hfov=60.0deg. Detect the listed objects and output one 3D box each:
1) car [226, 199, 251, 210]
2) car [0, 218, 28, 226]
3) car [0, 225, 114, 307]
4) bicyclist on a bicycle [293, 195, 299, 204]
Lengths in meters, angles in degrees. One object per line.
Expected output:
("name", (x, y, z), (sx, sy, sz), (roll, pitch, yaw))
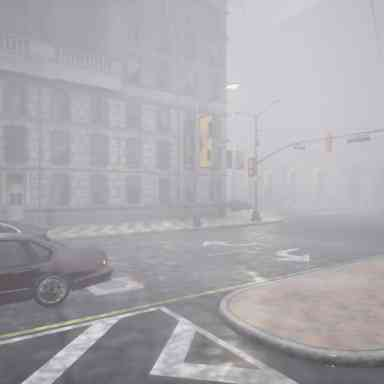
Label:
("car", (5.710, 1.564, 43.137), (1.994, 1.385, 4.181), (0, 0, -35))
("car", (-6.505, 1.492, 9.243), (4.902, 1.511, 2.128), (0, 0, -37))
("car", (-4.315, 1.547, 6.460), (5.357, 1.411, 2.033), (0, 0, -34))
("bicyclist on a bicycle", (17.887, 1.300, 57.105), (1.656, 1.620, 0.582), (0, 0, -35))
